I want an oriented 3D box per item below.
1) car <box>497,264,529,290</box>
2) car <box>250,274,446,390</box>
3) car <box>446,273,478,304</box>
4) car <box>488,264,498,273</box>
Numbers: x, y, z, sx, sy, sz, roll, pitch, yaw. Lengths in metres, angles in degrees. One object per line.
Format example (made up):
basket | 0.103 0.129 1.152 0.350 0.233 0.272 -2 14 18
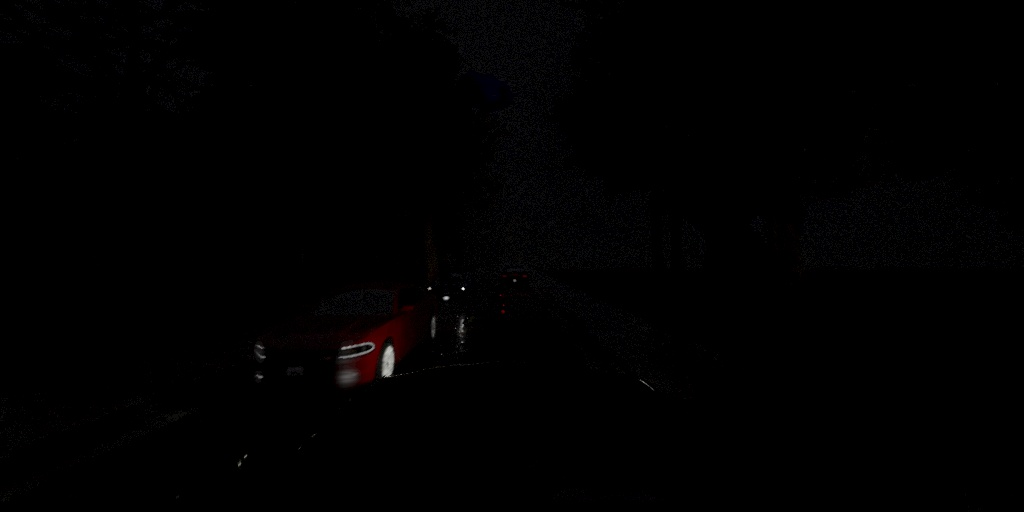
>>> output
car | 0.173 1.459 25.073 1.882 1.535 5.008 0 -1 0
car | -2.836 1.280 7.236 1.882 1.535 5.008 0 -1 1
car | -2.793 1.504 17.504 1.895 1.301 4.718 0 -1 0
car | -2.653 1.866 55.776 1.994 1.385 4.181 0 -1 0
